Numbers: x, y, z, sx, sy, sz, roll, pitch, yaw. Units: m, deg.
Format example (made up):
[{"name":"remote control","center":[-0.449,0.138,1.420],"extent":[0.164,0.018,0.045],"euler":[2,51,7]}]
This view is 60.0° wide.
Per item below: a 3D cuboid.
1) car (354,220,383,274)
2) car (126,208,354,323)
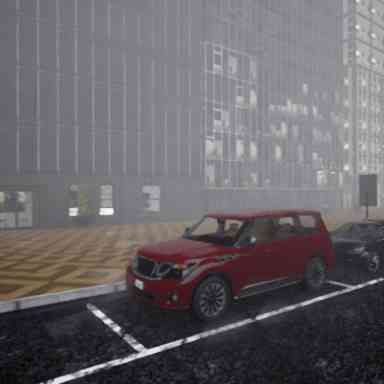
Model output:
[{"name":"car","center":[5.611,1.575,10.565],"extent":[4.313,1.339,1.947],"euler":[0,0,-35]},{"name":"car","center":[1.114,1.319,7.359],"extent":[5.009,1.841,2.192],"euler":[0,0,-35]}]
